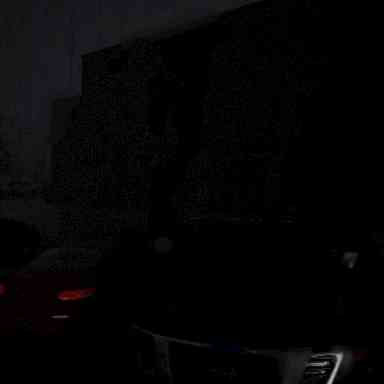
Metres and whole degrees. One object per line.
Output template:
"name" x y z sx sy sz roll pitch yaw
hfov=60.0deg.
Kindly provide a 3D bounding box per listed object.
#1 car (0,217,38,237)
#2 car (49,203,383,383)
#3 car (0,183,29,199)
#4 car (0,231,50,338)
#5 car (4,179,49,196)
"car" -6.574 1.471 9.935 2.002 1.452 4.674 1 0 14
"car" 0.884 1.221 4.759 2.435 2.045 5.566 1 0 15
"car" -22.260 0.033 38.987 4.674 1.452 2.002 1 6 7
"car" -1.598 1.498 6.516 2.002 1.452 4.674 0 -1 15
"car" -20.859 -0.545 41.630 5.566 2.045 2.435 1 6 7
